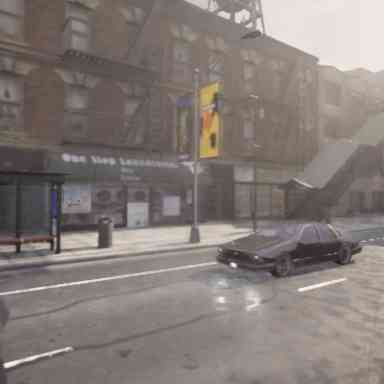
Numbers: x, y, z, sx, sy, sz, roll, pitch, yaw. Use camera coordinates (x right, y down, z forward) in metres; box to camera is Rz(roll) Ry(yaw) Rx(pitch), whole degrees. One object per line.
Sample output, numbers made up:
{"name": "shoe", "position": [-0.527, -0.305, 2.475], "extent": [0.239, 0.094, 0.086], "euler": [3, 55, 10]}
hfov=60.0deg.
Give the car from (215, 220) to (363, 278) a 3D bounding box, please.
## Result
{"name": "car", "position": [3.317, 1.635, 10.607], "extent": [5.357, 1.411, 2.033], "euler": [1, 0, -35]}
